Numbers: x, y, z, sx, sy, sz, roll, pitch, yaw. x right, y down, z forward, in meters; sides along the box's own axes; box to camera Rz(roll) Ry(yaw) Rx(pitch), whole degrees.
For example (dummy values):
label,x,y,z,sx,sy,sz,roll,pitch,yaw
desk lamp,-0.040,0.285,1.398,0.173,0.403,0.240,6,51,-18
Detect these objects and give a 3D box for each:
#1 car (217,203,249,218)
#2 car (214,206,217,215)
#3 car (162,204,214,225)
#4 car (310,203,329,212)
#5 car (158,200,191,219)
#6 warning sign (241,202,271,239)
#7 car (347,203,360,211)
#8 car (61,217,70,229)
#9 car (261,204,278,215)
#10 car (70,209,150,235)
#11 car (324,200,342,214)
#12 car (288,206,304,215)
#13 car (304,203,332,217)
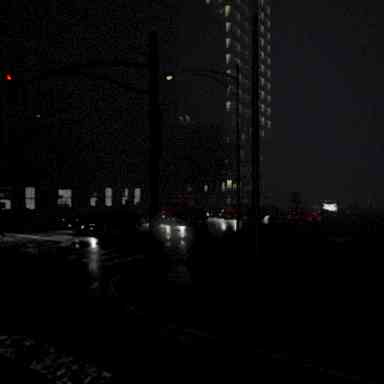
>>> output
label,x,y,z,sx,sy,sz,roll,pitch,yaw
car,5.146,2.121,38.317,2.097,1.767,4.553,0,-1,33
car,3.487,2.424,41.739,1.895,1.301,4.718,0,-1,33
car,-0.247,2.092,29.941,1.837,1.490,4.892,0,-1,33
car,22.866,2.792,59.514,2.033,1.411,5.357,0,-1,33
car,-2.030,1.859,33.180,2.150,2.045,5.566,0,-1,33
warning sign,3.502,1.507,18.272,1.300,1.860,1.060,1,0,33
car,31.801,2.921,65.478,1.812,1.442,4.674,0,-1,33
car,-7.312,2.059,24.960,1.895,1.301,4.718,0,-1,33
car,10.661,2.445,46.831,2.128,1.511,4.902,0,-1,33
car,-5.291,1.921,22.098,1.837,1.490,4.892,0,-1,33
car,22.253,2.340,52.734,2.150,2.045,5.566,0,-1,33
car,15.330,2.595,47.787,1.895,1.301,4.718,0,-1,33
car,16.851,2.538,44.240,1.895,1.301,4.718,0,-1,33
